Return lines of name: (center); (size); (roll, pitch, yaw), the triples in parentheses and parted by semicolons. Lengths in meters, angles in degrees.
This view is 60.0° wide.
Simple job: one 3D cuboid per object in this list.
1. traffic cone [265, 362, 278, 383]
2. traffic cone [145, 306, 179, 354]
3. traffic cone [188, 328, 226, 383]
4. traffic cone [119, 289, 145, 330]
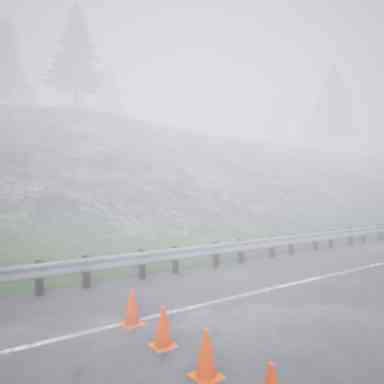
traffic cone: (0.776, 1.959, 3.240); (0.340, 0.580, 0.340); (0, 0, -36)
traffic cone: (-0.413, 1.957, 4.848); (0.340, 0.580, 0.340); (0, 0, -36)
traffic cone: (0.181, 1.958, 4.044); (0.340, 0.580, 0.340); (0, 0, -36)
traffic cone: (-1.008, 1.956, 5.652); (0.340, 0.580, 0.340); (0, 0, -36)
